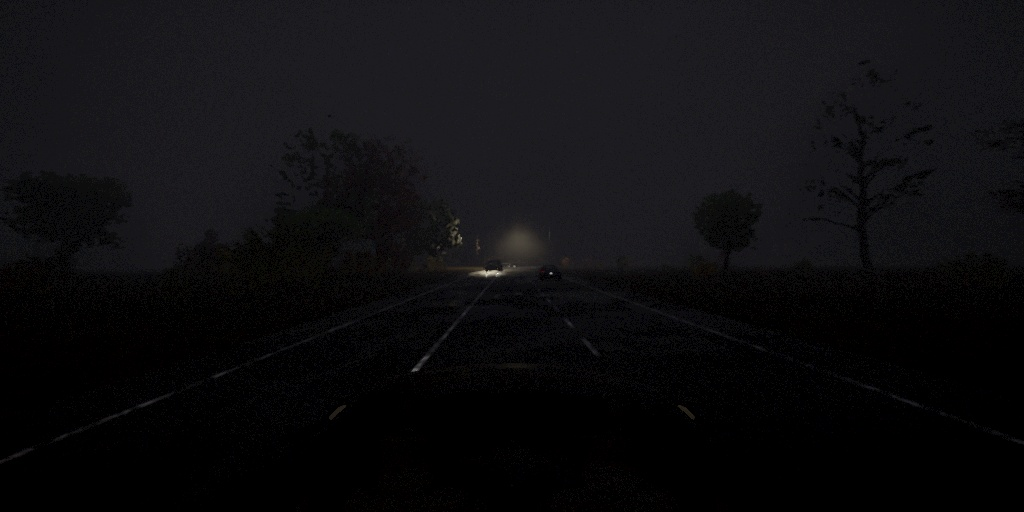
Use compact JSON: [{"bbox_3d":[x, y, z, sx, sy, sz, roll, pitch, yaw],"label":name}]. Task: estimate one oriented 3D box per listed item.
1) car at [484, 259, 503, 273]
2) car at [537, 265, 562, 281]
[{"bbox_3d":[-2.769,1.512,54.930,2.150,2.045,5.566,-1,0,6],"label":"car"},{"bbox_3d":[3.442,1.530,33.581,1.994,1.385,4.181,-1,-1,0],"label":"car"}]
